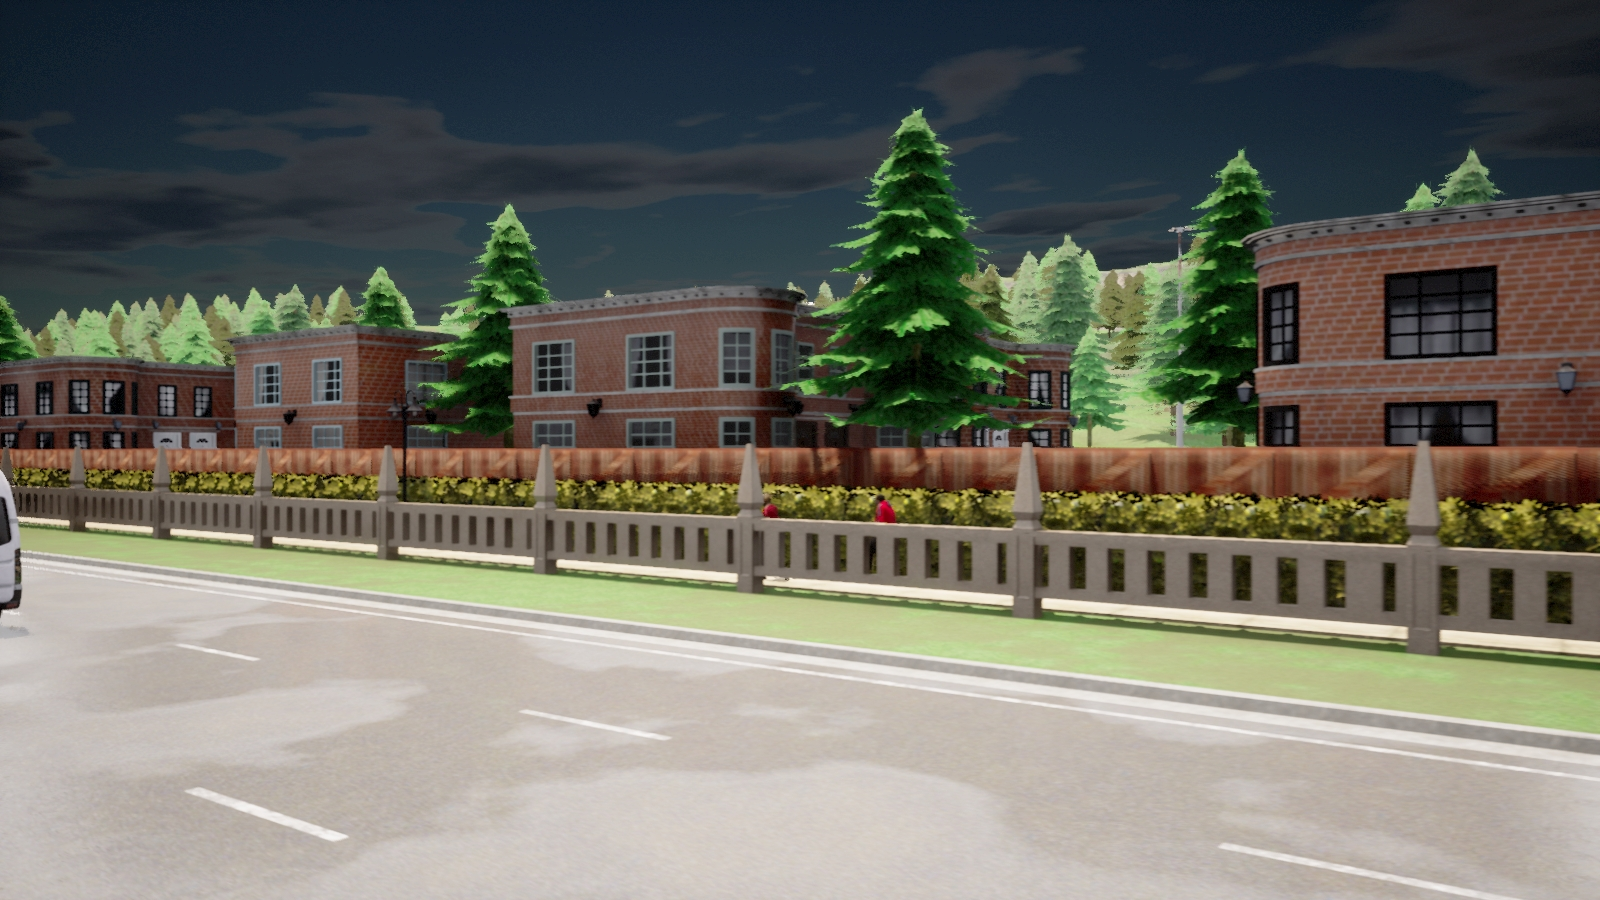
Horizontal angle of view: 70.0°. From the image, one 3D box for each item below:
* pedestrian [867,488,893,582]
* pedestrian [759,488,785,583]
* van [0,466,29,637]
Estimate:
[{"bbox_3d":[1.625,1.704,23.120,0.375,1.860,0.375,0,0,36],"label":"pedestrian"},{"bbox_3d":[-0.567,1.705,22.883,0.375,1.860,0.375,0,0,34],"label":"pedestrian"},{"bbox_3d":[-14.862,1.540,18.458,5.915,2.561,1.988,0,0,35],"label":"van"}]
